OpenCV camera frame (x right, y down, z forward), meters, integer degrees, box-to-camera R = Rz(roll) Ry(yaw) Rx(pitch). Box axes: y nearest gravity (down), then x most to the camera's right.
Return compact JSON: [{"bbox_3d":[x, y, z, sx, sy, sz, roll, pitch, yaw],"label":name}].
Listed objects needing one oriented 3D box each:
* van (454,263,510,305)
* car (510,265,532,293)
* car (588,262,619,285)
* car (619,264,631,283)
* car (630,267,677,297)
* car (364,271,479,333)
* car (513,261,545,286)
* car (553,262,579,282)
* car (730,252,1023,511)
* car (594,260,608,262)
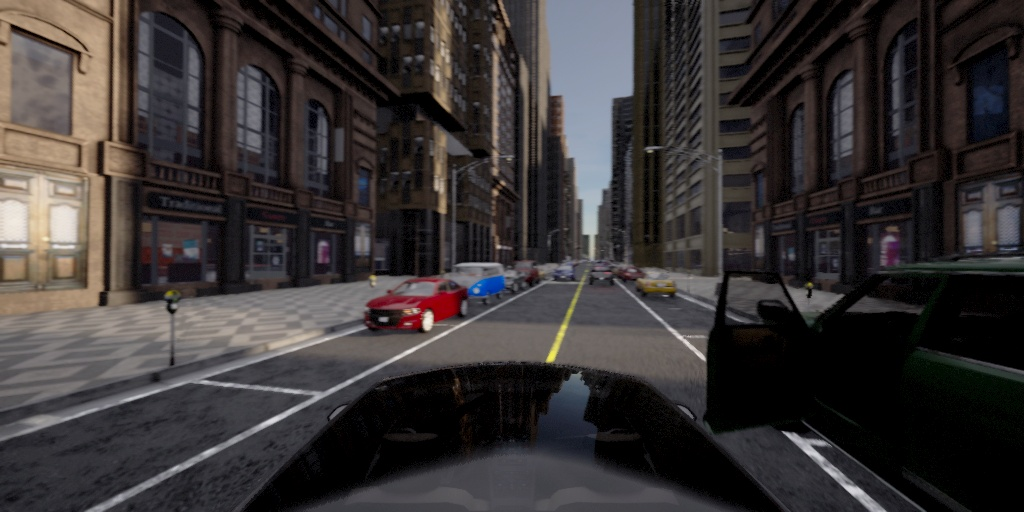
[{"bbox_3d":[-1.505,1.204,16.601,1.690,1.789,3.998,0,0,12],"label":"van"},{"bbox_3d":[-0.294,1.463,22.086,2.007,1.370,4.403,0,0,12],"label":"car"},{"bbox_3d":[7.225,1.492,29.099,2.128,1.511,4.902,0,0,13],"label":"car"},{"bbox_3d":[10.456,1.612,31.234,1.802,1.307,4.207,0,0,12],"label":"car"},{"bbox_3d":[8.070,1.457,20.426,1.751,1.417,4.829,0,0,12],"label":"car"},{"bbox_3d":[-2.717,1.359,11.114,1.888,1.381,4.507,0,0,12],"label":"car"},{"bbox_3d":[0.917,1.276,27.573,2.192,1.841,5.009,0,0,12],"label":"car"},{"bbox_3d":[4.930,1.549,33.250,1.812,1.442,4.674,0,0,13],"label":"car"},{"bbox_3d":[3.699,0.991,2.323,2.150,2.045,5.566,0,-1,12],"label":"car"},{"bbox_3d":[10.630,1.633,44.519,2.128,1.511,4.902,0,0,13],"label":"car"}]
